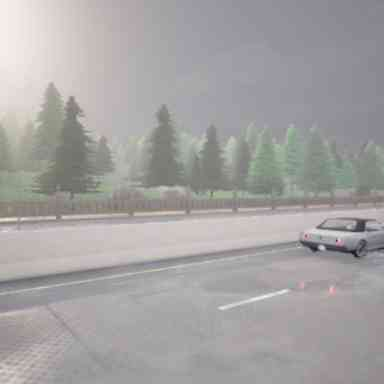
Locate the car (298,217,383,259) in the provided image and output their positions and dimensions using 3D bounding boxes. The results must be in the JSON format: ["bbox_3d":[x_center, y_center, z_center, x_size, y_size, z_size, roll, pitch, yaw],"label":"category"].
[{"bbox_3d":[6.239,1.605,12.586,4.718,1.301,1.895,0,0,-35],"label":"car"}]
